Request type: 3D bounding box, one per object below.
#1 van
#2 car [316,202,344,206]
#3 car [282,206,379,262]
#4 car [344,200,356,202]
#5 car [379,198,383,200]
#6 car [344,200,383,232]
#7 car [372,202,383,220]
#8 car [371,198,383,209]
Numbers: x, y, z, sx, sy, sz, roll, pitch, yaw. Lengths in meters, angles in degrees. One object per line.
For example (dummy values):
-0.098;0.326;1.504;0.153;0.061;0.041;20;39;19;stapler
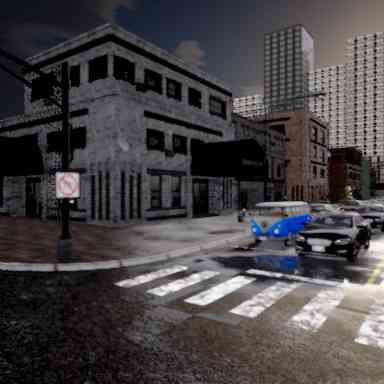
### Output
4.044;1.331;14.985;1.690;1.788;3.998;0;0;35;van
7.242;1.430;19.488;1.967;1.590;4.097;0;0;35;car
5.310;1.485;12.289;2.128;1.511;4.902;0;0;35;car
13.638;1.430;28.498;1.967;1.590;4.097;0;0;35;car
20.034;1.545;37.505;2.008;1.369;4.403;0;0;35;car
10.792;1.484;20.011;2.128;1.511;4.902;0;0;35;car
16.654;1.594;28.253;1.895;1.301;4.718;0;0;35;car
26.331;1.527;46.375;1.752;1.417;4.829;0;0;35;car
